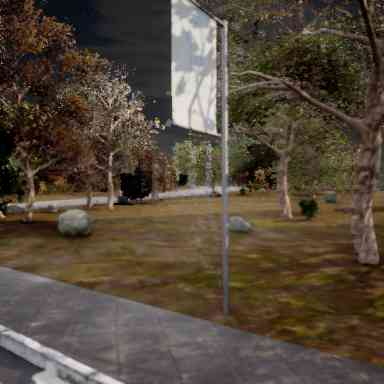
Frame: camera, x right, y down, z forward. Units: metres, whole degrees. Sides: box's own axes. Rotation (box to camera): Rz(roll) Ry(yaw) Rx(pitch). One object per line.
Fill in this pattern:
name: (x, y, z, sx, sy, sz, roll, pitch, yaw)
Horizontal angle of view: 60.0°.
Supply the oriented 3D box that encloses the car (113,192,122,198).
car: (-13.875, 0.463, 67.836, 2.128, 1.511, 4.902, 0, 3, 39)
